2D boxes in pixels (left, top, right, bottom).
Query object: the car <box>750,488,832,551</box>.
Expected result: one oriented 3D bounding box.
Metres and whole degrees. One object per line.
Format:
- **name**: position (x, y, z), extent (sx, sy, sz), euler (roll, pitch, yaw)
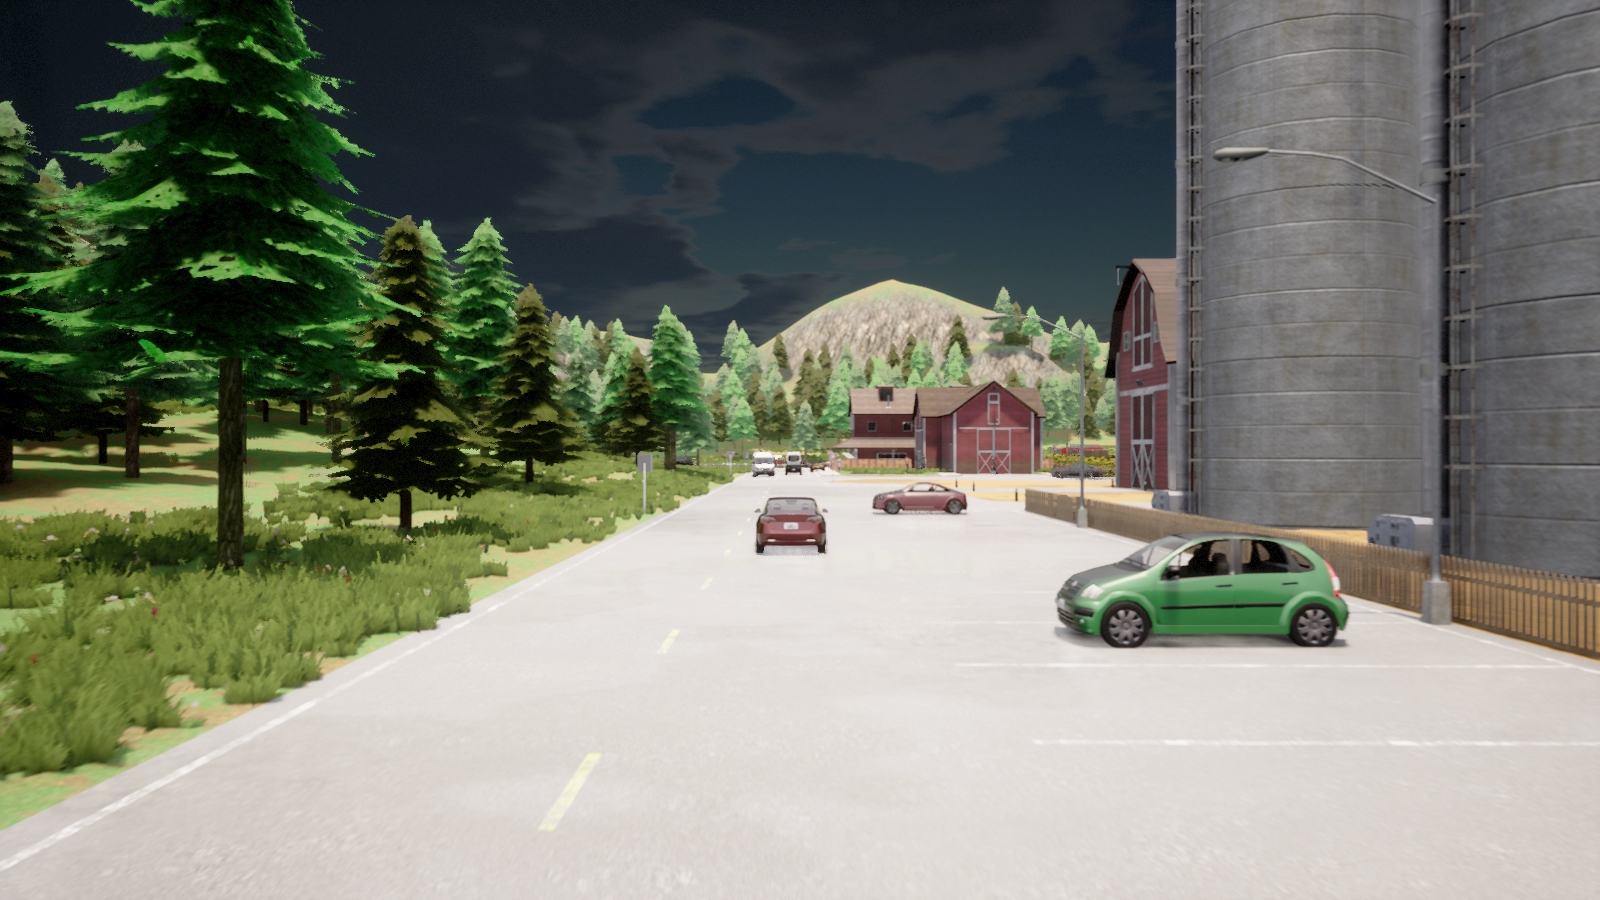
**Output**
- **car**: position (-0.248, 1.921, 32.654), extent (2.163, 1.488, 4.792), euler (0, 0, 0)
